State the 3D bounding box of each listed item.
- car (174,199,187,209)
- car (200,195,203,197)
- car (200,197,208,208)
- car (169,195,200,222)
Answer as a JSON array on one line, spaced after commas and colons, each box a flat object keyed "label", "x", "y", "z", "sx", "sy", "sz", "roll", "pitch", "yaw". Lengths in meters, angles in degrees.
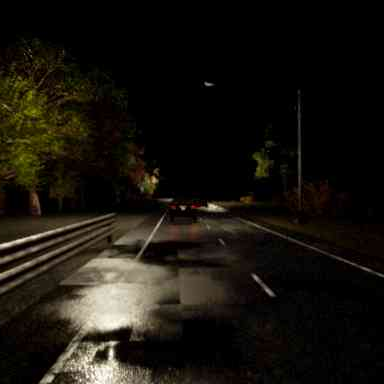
[{"label": "car", "x": -1.894, "y": 1.878, "z": 53.709, "sx": 2.033, "sy": 1.411, "sz": 5.357, "roll": 0, "pitch": 0, "yaw": -3}, {"label": "car", "x": 1.069, "y": 1.622, "z": 63.871, "sx": 2.150, "sy": 2.045, "sz": 5.566, "roll": 0, "pitch": 0, "yaw": -2}, {"label": "car", "x": 1.508, "y": 1.885, "z": 53.842, "sx": 1.994, "sy": 1.385, "sz": 4.181, "roll": 0, "pitch": 0, "yaw": -2}, {"label": "car", "x": -0.769, "y": 1.397, "z": 28.009, "sx": 2.150, "sy": 2.045, "sz": 5.566, "roll": 0, "pitch": -1, "yaw": -2}]
